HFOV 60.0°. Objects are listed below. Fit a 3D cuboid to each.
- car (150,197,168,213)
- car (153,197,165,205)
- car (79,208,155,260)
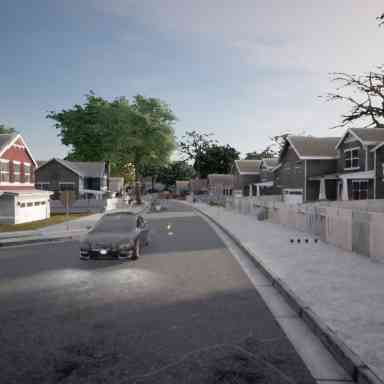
[{"bbox_3d":[-3.759,1.554,37.993,2.128,1.511,4.902,0,0,-4],"label":"car"},{"bbox_3d":[-6.332,1.640,63.429,1.994,1.385,4.181,0,0,-8],"label":"car"},{"bbox_3d":[-2.681,1.554,12.426,1.837,1.490,4.892,0,0,-1],"label":"car"}]
